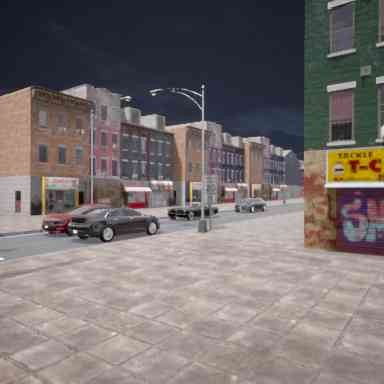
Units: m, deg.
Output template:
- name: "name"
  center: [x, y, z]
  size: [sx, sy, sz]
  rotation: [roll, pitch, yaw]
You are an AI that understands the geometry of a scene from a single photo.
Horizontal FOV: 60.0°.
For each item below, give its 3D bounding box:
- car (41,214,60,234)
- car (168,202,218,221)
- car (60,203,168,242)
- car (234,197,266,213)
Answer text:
- name: "car"
  center: [-5.657, 1.403, 18.189]
  size: [1.882, 1.535, 5.008]
  rotation: [0, 0, 34]
- name: "car"
  center: [0.124, 1.473, 26.280]
  size: [1.895, 1.301, 4.718]
  rotation: [0, 0, 36]
- name: "car"
  center: [-3.586, 1.443, 16.197]
  size: [1.837, 1.490, 4.892]
  rotation: [0, 0, 36]
- name: "car"
  center: [6.157, 1.323, 34.670]
  size: [1.837, 1.490, 4.892]
  rotation: [0, 0, 36]
